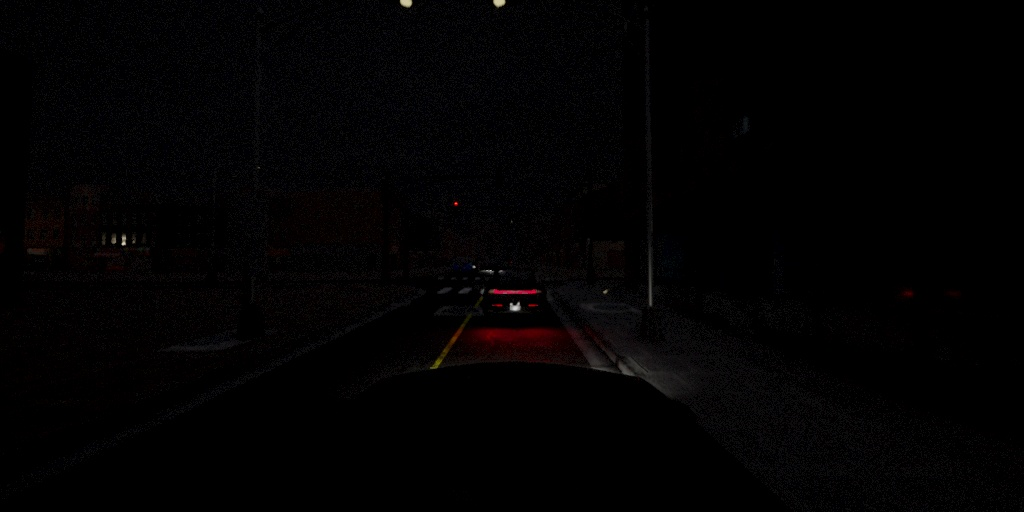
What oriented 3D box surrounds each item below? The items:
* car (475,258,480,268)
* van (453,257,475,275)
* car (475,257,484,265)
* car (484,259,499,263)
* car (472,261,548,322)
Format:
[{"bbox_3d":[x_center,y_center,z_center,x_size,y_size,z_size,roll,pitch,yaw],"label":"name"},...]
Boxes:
[{"bbox_3d":[-5.234,1.259,41.531,2.007,1.370,4.403,0,0,0],"label":"car"},{"bbox_3d":[-5.242,1.018,38.210,1.690,1.789,3.998,0,0,0],"label":"van"},{"bbox_3d":[-5.222,1.071,46.516,2.192,1.841,5.009,0,0,0],"label":"car"},{"bbox_3d":[-2.572,1.382,52.510,1.994,1.385,4.181,0,-1,0],"label":"car"},{"bbox_3d":[0.093,1.119,11.849,2.128,1.511,4.902,0,1,0],"label":"car"}]
